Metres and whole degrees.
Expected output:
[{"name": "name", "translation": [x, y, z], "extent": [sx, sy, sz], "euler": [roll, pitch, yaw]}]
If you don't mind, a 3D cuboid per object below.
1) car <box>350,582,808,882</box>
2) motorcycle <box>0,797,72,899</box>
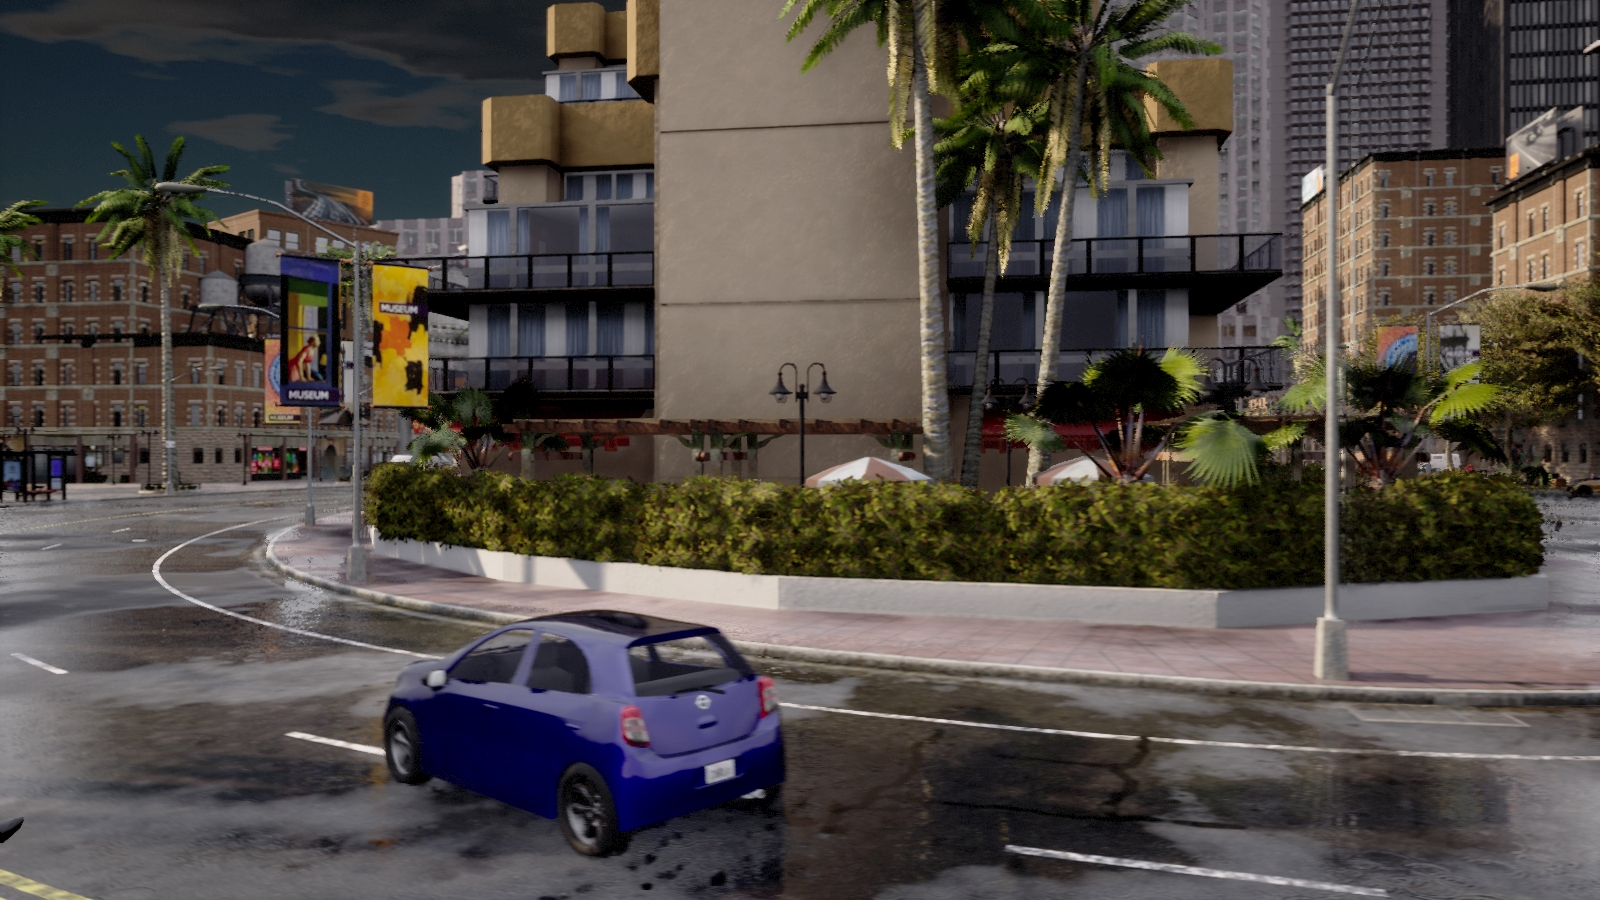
[{"name": "car", "translation": [-1.906, 2.044, 9.288], "extent": [3.633, 1.501, 1.845], "euler": [0, 0, 42]}, {"name": "motorcycle", "translation": [-4.381, 2.215, 5.279], "extent": [2.033, 1.145, 0.803], "euler": [0, -1, 28]}]
